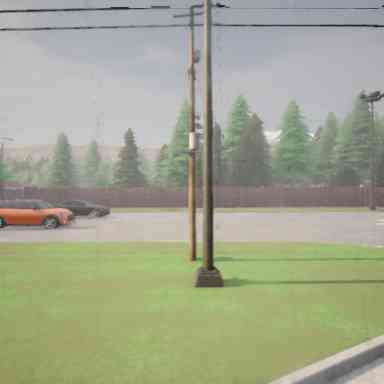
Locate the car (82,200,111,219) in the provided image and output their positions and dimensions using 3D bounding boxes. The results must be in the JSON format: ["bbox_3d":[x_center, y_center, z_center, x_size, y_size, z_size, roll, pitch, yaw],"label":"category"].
[{"bbox_3d":[-9.071,1.376,26.829,4.892,1.490,1.837,0,0,0],"label":"car"}]

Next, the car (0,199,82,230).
[{"bbox_3d":[-9.375,1.265,19.829,4.553,1.767,2.097,0,0,0],"label":"car"}]

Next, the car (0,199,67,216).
[{"bbox_3d":[-14.426,1.415,30.328,5.357,1.411,2.033,0,0,0],"label":"car"}]
